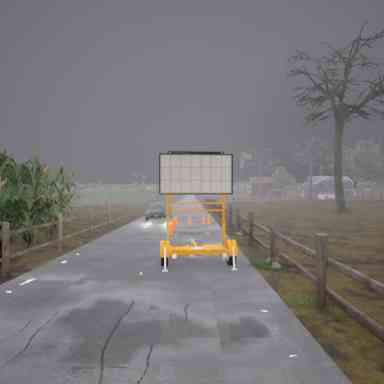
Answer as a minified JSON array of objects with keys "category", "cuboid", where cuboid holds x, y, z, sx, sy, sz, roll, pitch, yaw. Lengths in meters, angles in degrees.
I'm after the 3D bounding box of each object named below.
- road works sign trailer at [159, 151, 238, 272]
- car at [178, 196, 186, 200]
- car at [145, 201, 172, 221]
[{"category":"road works sign trailer","cuboid":[0.116,0.476,10.936,2.380,3.560,2.880,0,0,-5]},{"category":"car","cuboid":[-2.713,1.686,91.015,2.097,1.767,4.553,0,-1,0]},{"category":"car","cuboid":[-2.739,1.561,27.709,1.837,1.490,4.892,0,0,0]}]
